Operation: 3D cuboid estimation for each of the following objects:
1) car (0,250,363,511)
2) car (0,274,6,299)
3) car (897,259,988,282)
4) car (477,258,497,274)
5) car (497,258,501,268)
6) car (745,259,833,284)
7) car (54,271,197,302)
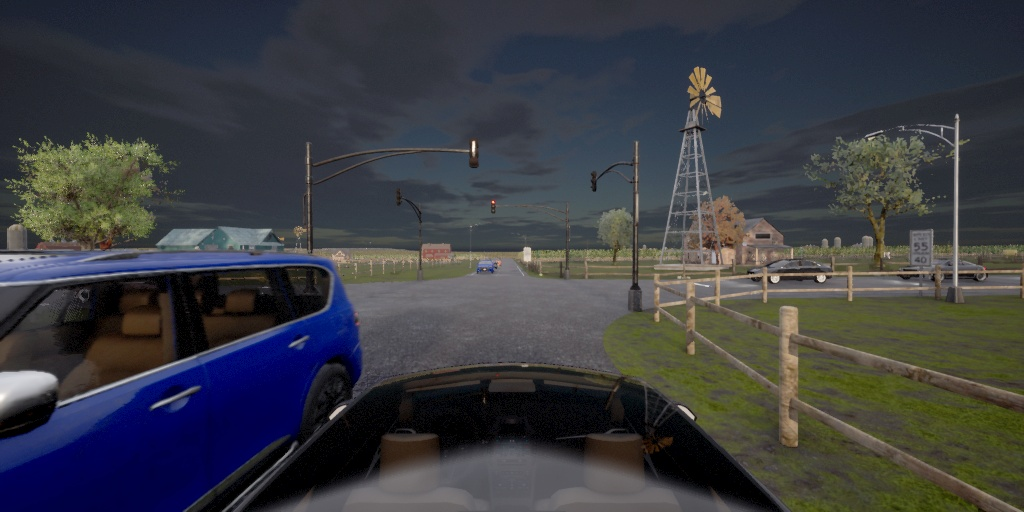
[{"bbox_3d":[-2.862,0.971,2.068,2.150,2.045,5.566,0,0,0],"label":"car"},{"bbox_3d":[-30.484,1.739,19.083,4.181,1.385,1.994,-1,1,0],"label":"car"},{"bbox_3d":[27.545,0.886,23.045,4.181,1.385,1.994,-1,1,0],"label":"car"},{"bbox_3d":[-3.047,1.222,42.003,1.882,1.535,5.008,0,0,-1],"label":"car"},{"bbox_3d":[-3.136,1.293,54.437,2.033,1.411,5.357,0,0,-1],"label":"car"},{"bbox_3d":[17.686,0.957,23.003,4.892,1.490,1.837,-1,1,0],"label":"car"},{"bbox_3d":[-20.417,1.584,19.124,5.357,1.411,2.033,-1,1,0],"label":"car"}]
